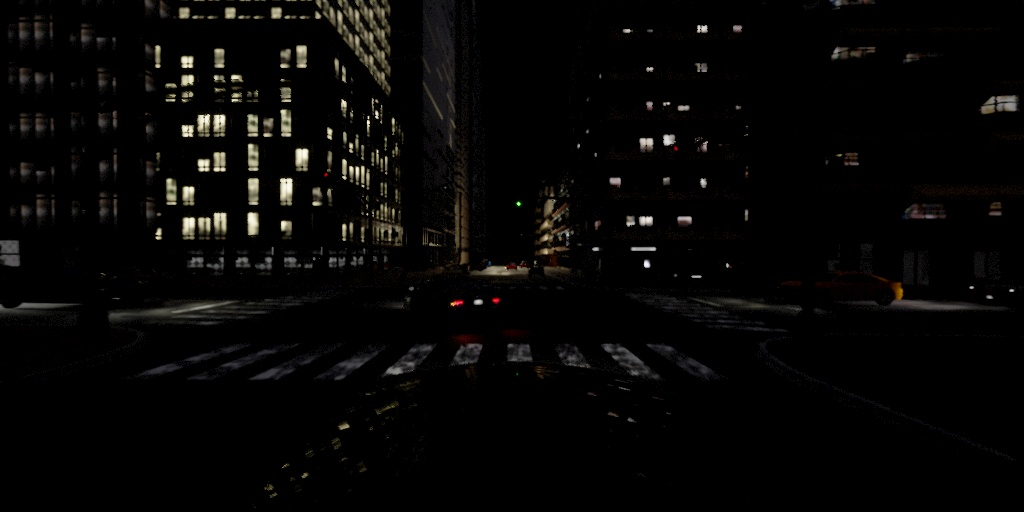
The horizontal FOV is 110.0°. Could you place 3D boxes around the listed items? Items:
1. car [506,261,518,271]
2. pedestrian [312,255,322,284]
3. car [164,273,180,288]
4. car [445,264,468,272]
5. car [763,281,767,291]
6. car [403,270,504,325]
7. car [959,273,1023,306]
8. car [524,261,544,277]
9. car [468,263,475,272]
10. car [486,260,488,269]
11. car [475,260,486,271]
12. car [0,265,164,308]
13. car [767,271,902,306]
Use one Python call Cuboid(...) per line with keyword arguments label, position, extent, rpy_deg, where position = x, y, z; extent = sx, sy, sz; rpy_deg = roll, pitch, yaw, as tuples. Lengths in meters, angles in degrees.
Cuboid(label="car", position=(0.005, 1.838, 62.370), extent=(1.895, 1.301, 4.718), rpy_deg=(0, 0, 0))
Cuboid(label="pedestrian", position=(-12.547, 0.849, 23.106), extent=(0.375, 1.860, 0.375), rpy_deg=(0, 0, 1))
Cuboid(label="car", position=(-21.666, 1.181, 20.263), extent=(4.829, 1.417, 1.751), rpy_deg=(0, 0, 1))
Cuboid(label="car", position=(-5.689, 1.538, 34.407), extent=(1.751, 1.417, 4.829), rpy_deg=(0, 0, 0))
Cuboid(label="car", position=(16.309, 1.528, 19.760), extent=(4.403, 1.370, 2.007), rpy_deg=(0, 0, 1))
Cuboid(label="car", position=(-2.253, 1.382, 12.377), extent=(2.033, 1.411, 5.357), rpy_deg=(0, -1, -31))
Cuboid(label="car", position=(24.949, 1.672, 17.047), extent=(4.718, 1.301, 1.895), rpy_deg=(0, 0, 1))
Cuboid(label="car", position=(2.692, 1.609, 40.231), extent=(2.007, 1.370, 4.403), rpy_deg=(0, 0, 0))
Cuboid(label="car", position=(-5.689, 1.623, 40.231), extent=(1.948, 1.339, 4.313), rpy_deg=(0, 0, 0))
Cuboid(label="car", position=(-5.687, 1.822, 62.849), extent=(1.802, 1.307, 4.207), rpy_deg=(0, 0, 0))
Cuboid(label="car", position=(-5.687, 1.740, 57.194), extent=(1.888, 1.381, 4.507), rpy_deg=(0, 0, 0))
Cuboid(label="car", position=(-17.581, 1.216, 14.448), extent=(5.008, 1.535, 1.882), rpy_deg=(0, 0, 0))
Cuboid(label="car", position=(15.522, 1.470, 17.178), extent=(5.008, 1.535, 1.882), rpy_deg=(0, 0, 1))
